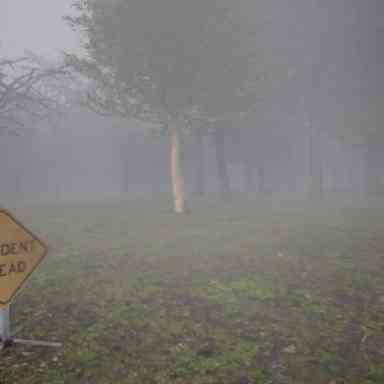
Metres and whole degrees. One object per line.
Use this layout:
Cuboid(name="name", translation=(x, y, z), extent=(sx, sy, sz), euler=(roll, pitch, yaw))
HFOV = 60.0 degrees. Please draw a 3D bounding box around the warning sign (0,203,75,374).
Cuboid(name="warning sign", translation=(-2.425, 1.113, 4.278), extent=(1.060, 1.860, 1.300), euler=(-2, 0, 35))
